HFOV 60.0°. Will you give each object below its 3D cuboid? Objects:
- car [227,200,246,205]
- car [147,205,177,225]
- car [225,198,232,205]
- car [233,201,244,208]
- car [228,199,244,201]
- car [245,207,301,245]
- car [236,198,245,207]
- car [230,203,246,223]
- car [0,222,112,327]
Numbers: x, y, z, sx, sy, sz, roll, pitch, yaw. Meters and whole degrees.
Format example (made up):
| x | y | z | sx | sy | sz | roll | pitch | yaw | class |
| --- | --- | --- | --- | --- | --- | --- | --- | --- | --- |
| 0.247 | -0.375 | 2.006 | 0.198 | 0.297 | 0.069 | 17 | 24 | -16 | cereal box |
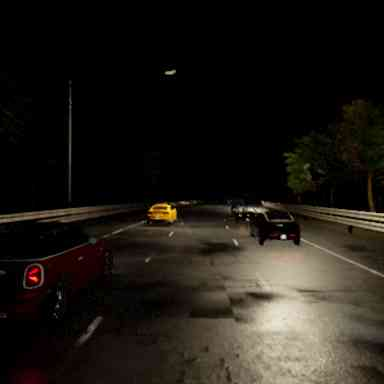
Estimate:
| x | y | z | sx | sy | sz | roll | pitch | yaw | class |
| --- | --- | --- | --- | --- | --- | --- | --- | --- | --- |
| 5.534 | 2.040 | 39.338 | 2.033 | 1.411 | 5.357 | 0 | -1 | 6 | car |
| -2.387 | 1.783 | 27.196 | 1.882 | 1.535 | 5.008 | 0 | -1 | 4 | car |
| 10.203 | 2.722 | 92.305 | 1.882 | 1.535 | 5.008 | 0 | 0 | 10 | car |
| 10.073 | 2.633 | 71.322 | 2.128 | 1.511 | 4.902 | 0 | -1 | 10 | car |
| 6.761 | 2.186 | 50.033 | 1.882 | 1.535 | 5.008 | 0 | -1 | 7 | car |
| 4.027 | 1.696 | 16.668 | 1.837 | 1.490 | 4.892 | 0 | -1 | 3 | car |
| 12.034 | 2.543 | 82.172 | 2.150 | 2.045 | 5.566 | 0 | -1 | 10 | car |
| 4.595 | 1.927 | 28.639 | 1.895 | 1.301 | 4.718 | 0 | -1 | 4 | car |
| -3.275 | 1.432 | 7.379 | 2.097 | 1.767 | 4.553 | 0 | -1 | 1 | car |
